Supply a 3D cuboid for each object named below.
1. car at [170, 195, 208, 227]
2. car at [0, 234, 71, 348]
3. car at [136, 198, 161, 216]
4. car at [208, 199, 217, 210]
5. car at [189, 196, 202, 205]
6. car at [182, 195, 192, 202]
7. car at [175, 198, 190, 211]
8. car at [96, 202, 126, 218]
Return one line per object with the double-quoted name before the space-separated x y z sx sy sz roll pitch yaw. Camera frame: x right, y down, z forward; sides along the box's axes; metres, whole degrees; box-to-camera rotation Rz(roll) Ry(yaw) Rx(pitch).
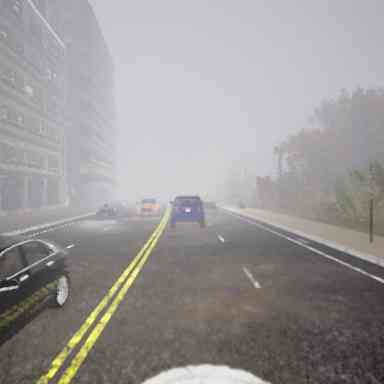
"car" -0.336 1.224 23.025 2.150 2.045 5.566 0 0 -2
"car" -3.398 1.508 5.057 1.837 1.490 4.892 0 0 -1
"car" -4.135 1.355 32.098 2.097 1.767 4.553 0 0 -2
"car" 1.972 1.545 42.431 2.033 1.411 5.357 0 0 -4
"car" 0.533 1.466 61.149 1.882 1.535 5.008 0 0 -5
"car" -1.255 1.499 77.423 1.812 1.442 4.674 0 0 -7
"car" -1.224 1.526 41.361 1.812 1.442 4.674 0 0 -3
"car" -7.304 1.608 30.152 1.895 1.301 4.718 0 0 -2
